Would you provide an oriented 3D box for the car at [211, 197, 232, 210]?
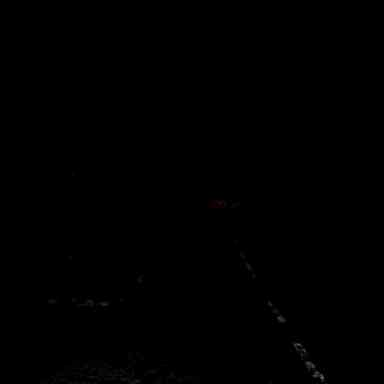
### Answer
[{"bbox_3d":[3.768,1.393,44.124,2.097,1.767,4.553,0,0,9],"label":"car"}]
